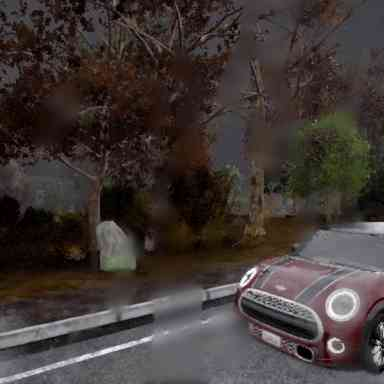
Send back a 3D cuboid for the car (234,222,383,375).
[{"bbox_3d":[2.882,1.361,5.738,4.553,1.767,2.097,0,0,-35],"label":"car"}]
